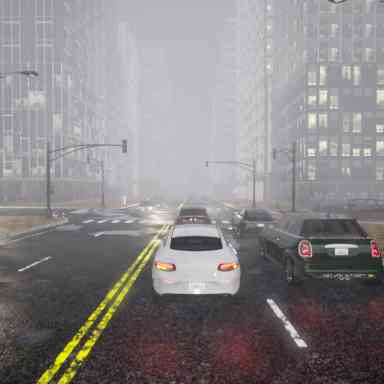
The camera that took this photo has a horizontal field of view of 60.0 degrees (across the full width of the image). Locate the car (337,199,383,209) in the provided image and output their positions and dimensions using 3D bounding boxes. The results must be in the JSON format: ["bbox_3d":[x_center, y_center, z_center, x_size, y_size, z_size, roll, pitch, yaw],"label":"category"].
[{"bbox_3d":[16.127,1.518,29.674,5.009,1.841,2.192,1,0,1],"label":"car"}]

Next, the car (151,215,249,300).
[{"bbox_3d":[0.081,1.522,8.258,1.812,1.442,4.674,0,0,0],"label":"car"}]

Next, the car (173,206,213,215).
[{"bbox_3d":[0.057,1.495,17.507,1.837,1.490,4.892,0,0,0],"label":"car"}]

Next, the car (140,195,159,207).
[{"bbox_3d":[-6.718,1.526,50.850,1.994,1.385,4.181,0,0,0],"label":"car"}]

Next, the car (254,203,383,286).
[{"bbox_3d":[3.327,1.348,9.534,2.097,1.767,4.553,0,0,0],"label":"car"}]

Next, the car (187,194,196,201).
[{"bbox_3d":[-0.202,1.414,80.423,1.837,1.490,4.892,0,0,0],"label":"car"}]

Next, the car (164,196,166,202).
[{"bbox_3d":[-6.681,1.413,71.549,1.882,1.535,5.008,0,0,0],"label":"car"}]

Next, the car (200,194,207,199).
[{"bbox_3d":[3.022,1.262,90.848,1.812,1.442,4.674,0,0,0],"label":"car"}]

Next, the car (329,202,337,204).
[{"bbox_3d":[15.066,1.701,35.460,4.718,1.301,1.895,0,1,0],"label":"car"}]

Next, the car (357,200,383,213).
[{"bbox_3d":[21.715,1.641,37.974,4.829,1.417,1.752,1,0,1],"label":"car"}]

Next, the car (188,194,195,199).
[{"bbox_3d":[-0.228,1.216,90.840,1.882,1.535,5.008,0,0,0],"label":"car"}]

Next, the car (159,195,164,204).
[{"bbox_3d":[-6.722,1.427,61.175,1.882,1.535,5.008,0,0,1],"label":"car"}]

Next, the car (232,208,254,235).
[{"bbox_3d":[3.304,1.554,17.921,1.994,1.385,4.181,0,0,0],"label":"car"}]

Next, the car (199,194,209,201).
[{"bbox_3d":[3.049,1.392,80.430,1.882,1.535,5.008,0,0,0],"label":"car"}]
